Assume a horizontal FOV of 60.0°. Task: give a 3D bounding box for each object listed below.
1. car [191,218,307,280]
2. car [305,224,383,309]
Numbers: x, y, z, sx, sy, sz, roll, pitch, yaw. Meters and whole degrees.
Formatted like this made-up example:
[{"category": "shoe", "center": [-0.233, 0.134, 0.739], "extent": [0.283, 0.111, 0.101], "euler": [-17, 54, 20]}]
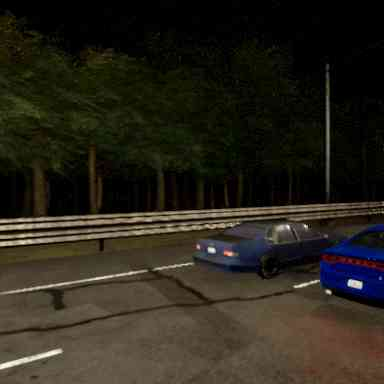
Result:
[{"category": "car", "center": [2.538, 1.506, 9.856], "extent": [5.357, 1.411, 2.033], "euler": [0, 0, -35]}, {"category": "car", "center": [4.841, 1.435, 7.202], "extent": [5.008, 1.535, 1.882], "euler": [0, 0, -35]}]
